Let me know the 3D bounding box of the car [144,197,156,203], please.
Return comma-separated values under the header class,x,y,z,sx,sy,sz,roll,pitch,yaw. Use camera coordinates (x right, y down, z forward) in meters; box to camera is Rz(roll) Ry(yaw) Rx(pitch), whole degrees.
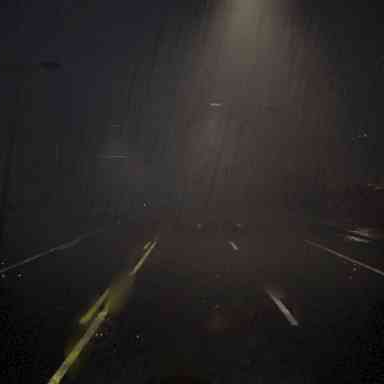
class,x,y,z,sx,sy,sz,roll,pitch,yaw
car,-10.504,2.019,81.098,1.812,1.442,4.674,0,0,0
